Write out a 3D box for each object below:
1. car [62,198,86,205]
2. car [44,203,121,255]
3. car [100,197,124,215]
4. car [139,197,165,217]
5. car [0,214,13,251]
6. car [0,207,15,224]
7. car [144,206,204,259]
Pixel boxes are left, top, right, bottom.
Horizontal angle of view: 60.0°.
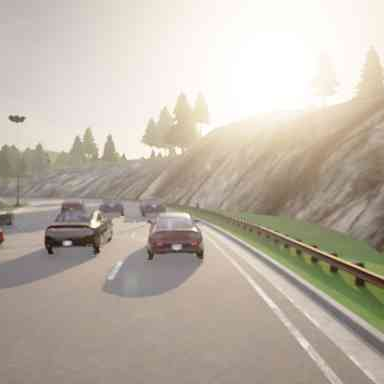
[{"bbox_3d":[-11.275,1.329,31.784,1.882,1.535,5.008,0,0,-15],"label":"car"},{"bbox_3d":[-4.277,1.429,13.150,2.128,1.511,4.902,0,0,-6],"label":"car"},{"bbox_3d":[-7.439,1.196,30.834,2.097,1.767,4.553,0,0,-14],"label":"car"},{"bbox_3d":[-3.643,1.188,30.038,2.097,1.767,4.553,0,0,-13],"label":"car"},{"bbox_3d":[-7.420,1.568,9.752,1.895,1.301,4.718,0,0,-5],"label":"car"},{"bbox_3d":[-12.284,1.488,19.957,1.994,1.385,4.181,0,0,-9],"label":"car"},{"bbox_3d":[-0.678,1.456,12.217,1.812,1.442,4.674,0,0,-6],"label":"car"}]
